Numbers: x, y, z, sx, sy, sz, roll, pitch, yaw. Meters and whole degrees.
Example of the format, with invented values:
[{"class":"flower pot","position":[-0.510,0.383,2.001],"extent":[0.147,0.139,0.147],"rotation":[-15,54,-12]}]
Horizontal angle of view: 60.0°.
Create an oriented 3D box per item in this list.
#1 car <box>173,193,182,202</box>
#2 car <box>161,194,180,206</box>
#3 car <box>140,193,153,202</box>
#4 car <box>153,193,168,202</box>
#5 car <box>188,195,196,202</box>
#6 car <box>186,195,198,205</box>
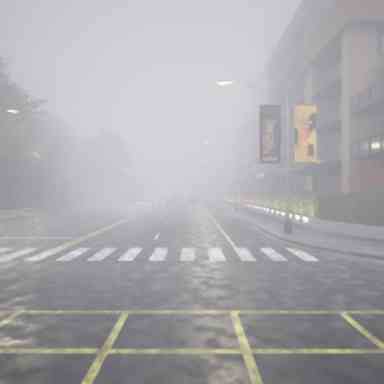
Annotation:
[{"class":"car","position":[-3.526,1.188,76.532],"extent":[2.150,2.045,5.566],"rotation":[0,0,0]},{"class":"car","position":[-3.508,1.521,55.911],"extent":[2.033,1.411,5.357],"rotation":[0,0,0]},{"class":"car","position":[-10.526,1.516,74.717],"extent":[1.994,1.385,4.181],"rotation":[0,0,0]},{"class":"car","position":[-7.026,1.464,74.719],"extent":[1.837,1.490,4.892],"rotation":[0,0,0]},{"class":"car","position":[-0.026,1.441,76.622],"extent":[1.882,1.535,5.008],"rotation":[0,0,0]},{"class":"car","position":[0.011,1.497,58.579],"extent":[1.812,1.442,4.674],"rotation":[0,0,0]}]
